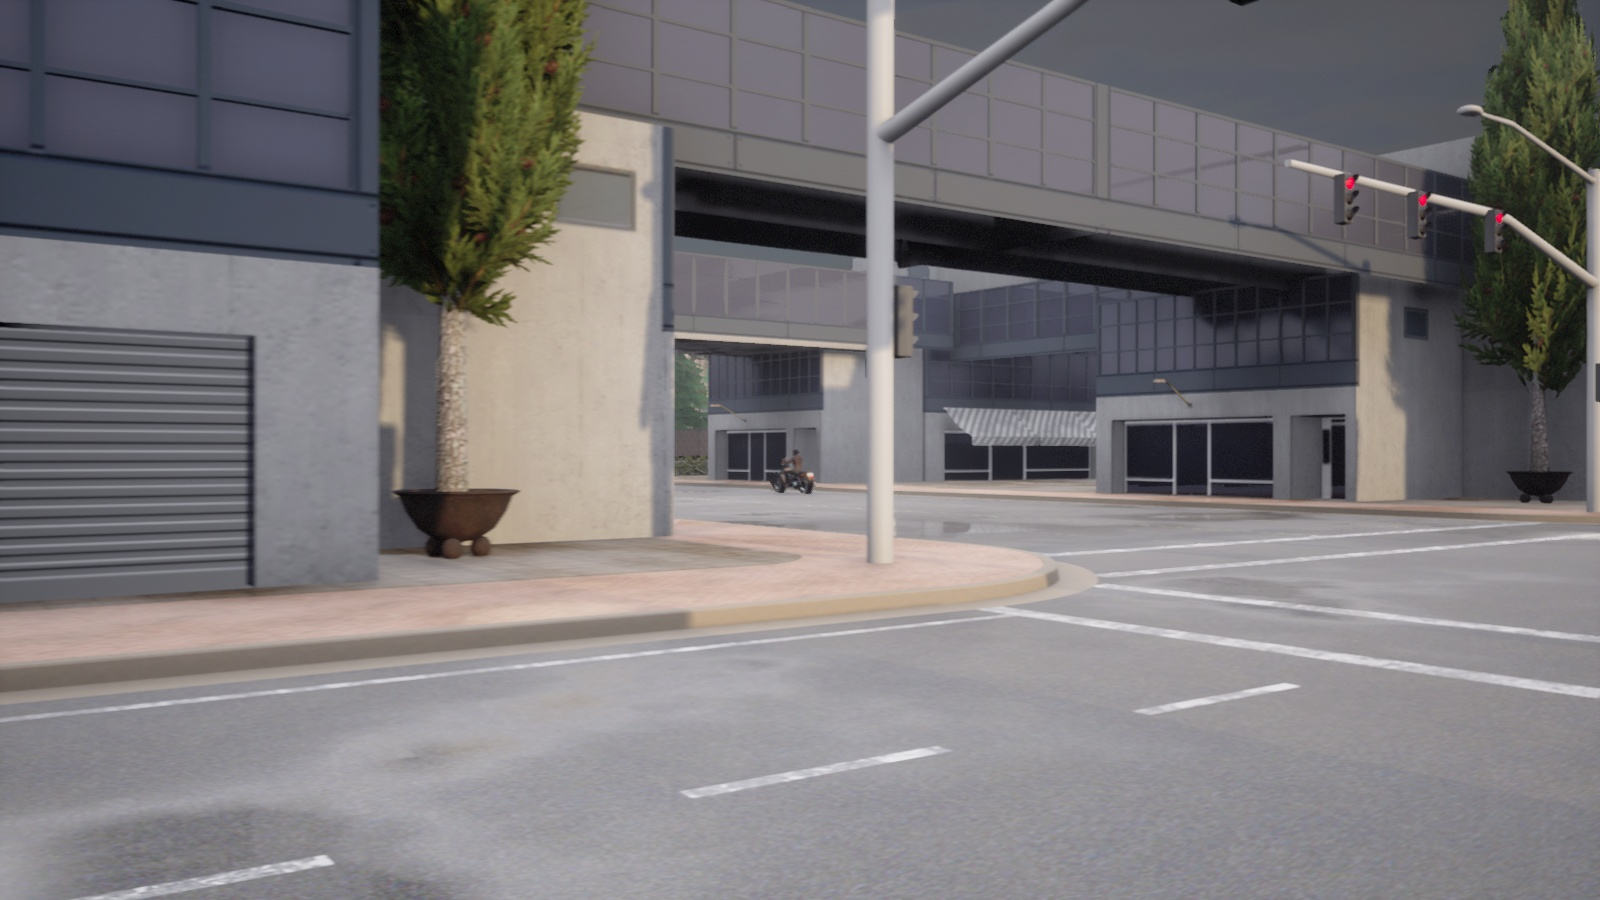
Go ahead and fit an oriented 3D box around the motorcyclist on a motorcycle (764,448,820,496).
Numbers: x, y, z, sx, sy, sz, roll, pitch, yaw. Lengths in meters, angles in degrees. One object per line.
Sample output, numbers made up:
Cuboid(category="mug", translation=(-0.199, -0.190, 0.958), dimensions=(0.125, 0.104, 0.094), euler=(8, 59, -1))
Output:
Cuboid(category="motorcyclist on a motorcycle", translation=(-0.314, 0.773, 44.875), dimensions=(0.766, 1.649, 2.350), euler=(0, 0, -36))
